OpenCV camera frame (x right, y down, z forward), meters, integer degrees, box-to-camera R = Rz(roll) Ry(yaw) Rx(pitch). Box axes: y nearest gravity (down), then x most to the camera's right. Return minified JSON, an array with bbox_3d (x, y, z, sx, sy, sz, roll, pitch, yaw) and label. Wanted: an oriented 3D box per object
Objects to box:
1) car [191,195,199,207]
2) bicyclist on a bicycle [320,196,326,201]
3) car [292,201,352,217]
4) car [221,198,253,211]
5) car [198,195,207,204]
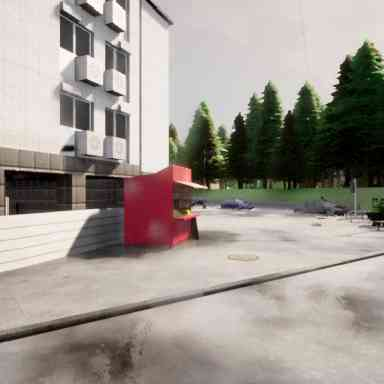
[{"bbox_3d":[-1.322,1.564,50.405,1.994,1.385,4.181,0,0,-35],"label":"car"},{"bbox_3d":[15.946,1.349,40.557,1.656,1.620,0.582,0,0,-35],"label":"bicyclist on a bicycle"},{"bbox_3d":[12.134,1.548,31.421,2.033,1.411,5.357,0,0,-35],"label":"car"},{"bbox_3d":[5.448,1.526,40.839,1.812,1.442,4.674,0,0,-35],"label":"car"},{"bbox_3d":[0.394,1.352,55.202,2.097,1.767,4.553,0,0,-35],"label":"car"}]
